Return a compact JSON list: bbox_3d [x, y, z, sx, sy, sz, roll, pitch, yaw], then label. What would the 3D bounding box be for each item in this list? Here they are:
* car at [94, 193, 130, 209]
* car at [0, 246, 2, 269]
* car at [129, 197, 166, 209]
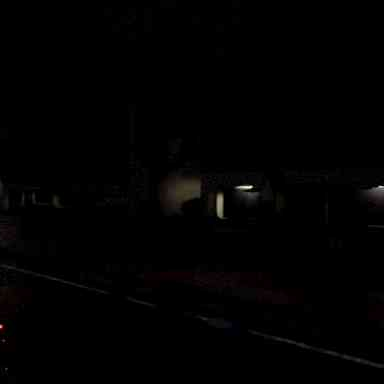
[{"bbox_3d":[-10.184,1.167,43.708,2.150,2.045,5.566,0,0,36],"label":"car"},{"bbox_3d":[-6.925,1.486,8.961,4.892,1.490,1.837,-1,0,37],"label":"car"},{"bbox_3d":[-5.649,1.552,44.030,1.895,1.301,4.718,0,0,36],"label":"car"}]
